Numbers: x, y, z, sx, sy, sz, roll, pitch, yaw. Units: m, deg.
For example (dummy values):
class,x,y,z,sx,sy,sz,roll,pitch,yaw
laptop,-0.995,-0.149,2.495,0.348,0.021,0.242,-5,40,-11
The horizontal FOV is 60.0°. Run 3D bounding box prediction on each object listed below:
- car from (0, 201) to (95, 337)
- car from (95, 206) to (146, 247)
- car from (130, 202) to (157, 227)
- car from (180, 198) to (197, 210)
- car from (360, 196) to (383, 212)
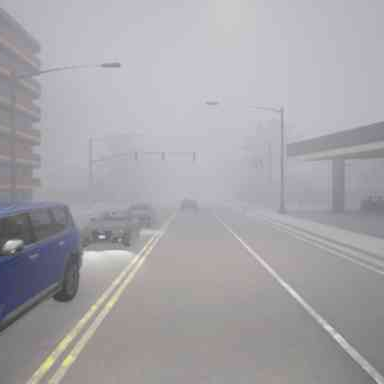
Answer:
class,x,y,z,sx,sy,sz,roll,pitch,yaw
car,-3.550,1.217,5.399,2.150,2.045,5.566,0,0,0
car,-3.503,1.551,14.920,1.994,1.385,4.181,0,0,0
car,-3.499,1.497,22.559,1.837,1.490,4.892,0,0,0
car,-0.416,1.459,41.806,2.128,1.511,4.902,0,0,-5
car,20.274,1.267,35.040,4.611,1.667,2.242,0,0,1
